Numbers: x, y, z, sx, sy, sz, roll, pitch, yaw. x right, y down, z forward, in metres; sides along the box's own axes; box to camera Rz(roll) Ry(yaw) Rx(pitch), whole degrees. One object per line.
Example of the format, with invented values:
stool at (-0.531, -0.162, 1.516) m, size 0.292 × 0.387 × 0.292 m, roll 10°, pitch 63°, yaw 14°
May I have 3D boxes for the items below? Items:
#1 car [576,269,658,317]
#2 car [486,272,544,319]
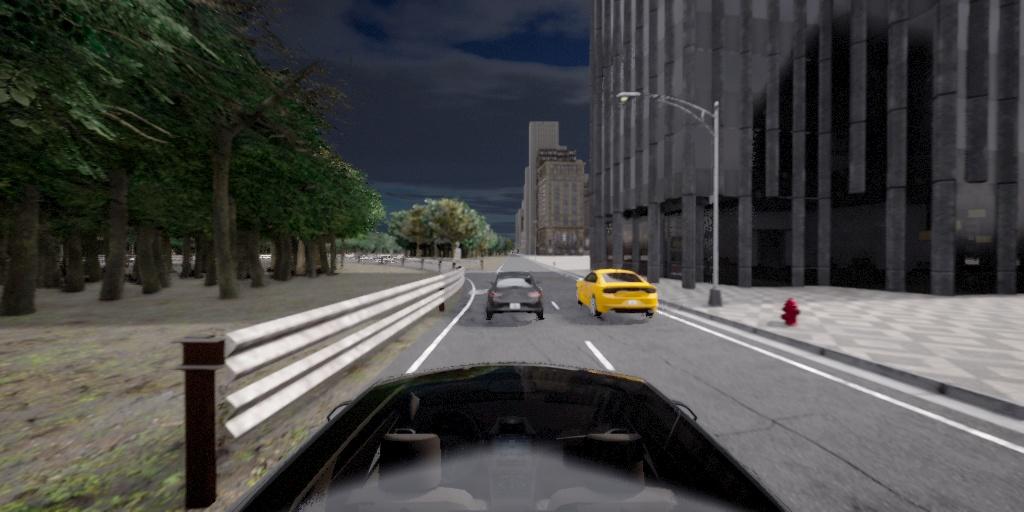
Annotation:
car at (3.591, 1.223, 13.142) m, size 1.882 × 1.535 × 5.008 m, roll 0°, pitch 0°, yaw 0°
car at (0.091, 1.271, 12.611) m, size 1.812 × 1.442 × 4.674 m, roll 0°, pitch 0°, yaw 0°
